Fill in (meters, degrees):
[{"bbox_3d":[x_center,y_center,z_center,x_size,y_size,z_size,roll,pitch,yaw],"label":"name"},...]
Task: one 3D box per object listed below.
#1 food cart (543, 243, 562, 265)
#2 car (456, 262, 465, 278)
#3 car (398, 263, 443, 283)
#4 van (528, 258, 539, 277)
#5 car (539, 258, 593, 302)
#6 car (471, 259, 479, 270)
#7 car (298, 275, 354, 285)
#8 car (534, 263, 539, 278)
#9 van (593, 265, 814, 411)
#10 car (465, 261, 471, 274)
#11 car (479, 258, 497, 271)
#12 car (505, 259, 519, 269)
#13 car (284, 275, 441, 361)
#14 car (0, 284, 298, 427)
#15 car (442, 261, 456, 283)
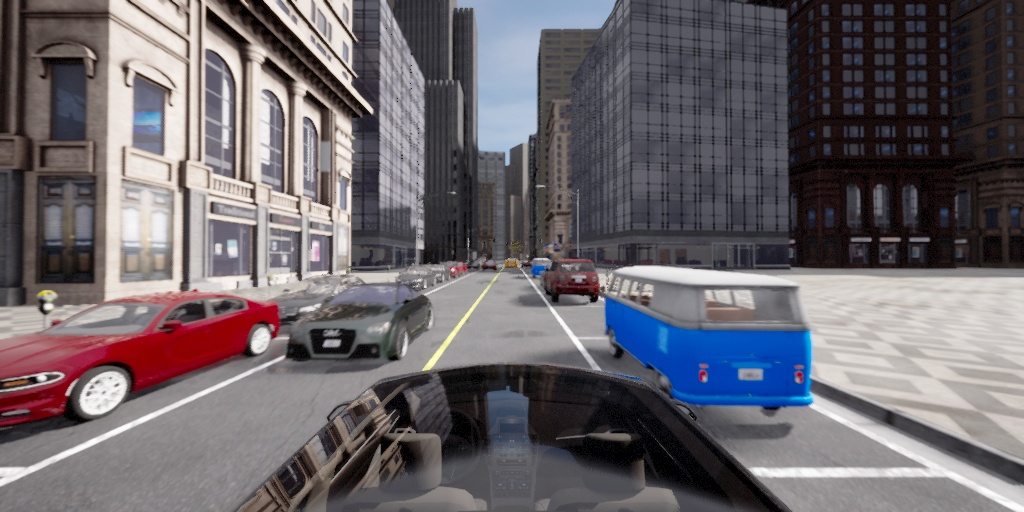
[{"bbox_3d":[5.616,0.263,46.446,2.280,3.560,4.660,0,0,0],"label":"food cart"},{"bbox_3d":[-5.869,1.209,33.173,1.967,1.591,4.097,0,0,0],"label":"car"},{"bbox_3d":[-5.865,1.307,22.255,2.007,1.370,4.403,0,0,0],"label":"car"},{"bbox_3d":[2.656,1.107,33.171,1.690,1.789,3.998,0,0,0],"label":"van"},{"bbox_3d":[2.664,1.065,16.792,2.192,1.841,5.009,0,0,0],"label":"car"},{"bbox_3d":[-5.879,1.399,55.008,1.948,1.339,4.313,0,0,0],"label":"car"},{"bbox_3d":[-5.860,1.301,11.335,2.007,1.370,4.403,0,0,0],"label":"car"},{"bbox_3d":[2.661,1.303,22.252,2.007,1.370,4.403,0,0,0],"label":"car"},{"bbox_3d":[2.668,1.089,5.872,1.690,1.789,3.998,0,0,0],"label":"van"},{"bbox_3d":[-5.872,1.326,38.632,1.888,1.381,4.507,0,0,0],"label":"car"},{"bbox_3d":[-3.097,1.290,49.916,1.882,1.535,5.008,0,0,0],"label":"car"},{"bbox_3d":[-0.022,1.164,55.342,1.882,1.535,5.008,0,0,0],"label":"car"},{"bbox_3d":[-3.098,1.314,8.153,1.994,1.385,4.181,0,0,0],"label":"car"},{"bbox_3d":[-5.857,1.296,5.877,1.888,1.381,4.507,0,0,0],"label":"car"},{"bbox_3d":[-5.867,1.312,27.715,2.007,1.370,4.403,0,0,0],"label":"car"}]
